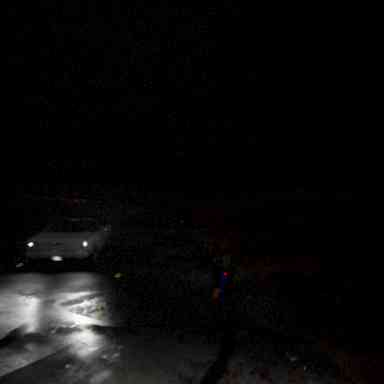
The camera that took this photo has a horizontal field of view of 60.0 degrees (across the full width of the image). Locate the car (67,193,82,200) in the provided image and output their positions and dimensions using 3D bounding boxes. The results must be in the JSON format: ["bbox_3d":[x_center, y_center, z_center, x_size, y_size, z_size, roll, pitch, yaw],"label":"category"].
[{"bbox_3d":[-24.549,0.880,69.721,1.812,1.442,4.674,0,1,-40],"label":"car"}]

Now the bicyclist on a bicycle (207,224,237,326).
[{"bbox_3d":[0.564,1.427,6.078,0.582,1.620,1.656,0,0,-2],"label":"bicyclist on a bicycle"}]

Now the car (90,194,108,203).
[{"bbox_3d":[-16.007,1.041,57.089,2.033,1.411,5.357,0,1,-30],"label":"car"}]

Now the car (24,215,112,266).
[{"bbox_3d":[-3.939,1.504,11.313,1.895,1.301,4.718,0,0,-7],"label":"car"}]

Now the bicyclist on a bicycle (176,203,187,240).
[{"bbox_3d":[-0.487,1.354,15.554,0.582,1.620,1.656,0,0,-7],"label":"bicyclist on a bicycle"}]
